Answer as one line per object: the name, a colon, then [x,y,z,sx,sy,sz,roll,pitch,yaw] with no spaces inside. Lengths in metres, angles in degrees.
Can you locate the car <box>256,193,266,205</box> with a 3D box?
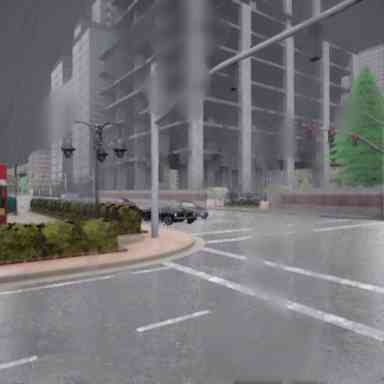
car: [9.744,1.043,52.498,1.905,1.878,3.866,0,0,-36]

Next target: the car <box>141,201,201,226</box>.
car: [-1.704,1.524,22.929,1.895,1.301,4.718,0,0,-36]

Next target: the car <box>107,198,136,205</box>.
car: [-8.014,1.394,37.604,1.882,1.535,5.008,0,0,-36]

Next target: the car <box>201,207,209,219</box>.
car: [-0.591,1.442,27.357,1.812,1.442,4.674,0,0,-36]

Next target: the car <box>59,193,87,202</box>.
car: [-14.656,1.145,40.811,2.150,2.045,5.566,0,0,-36]

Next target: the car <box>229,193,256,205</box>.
car: [7.353,1.048,50.786,1.905,1.878,3.866,0,0,-36]
